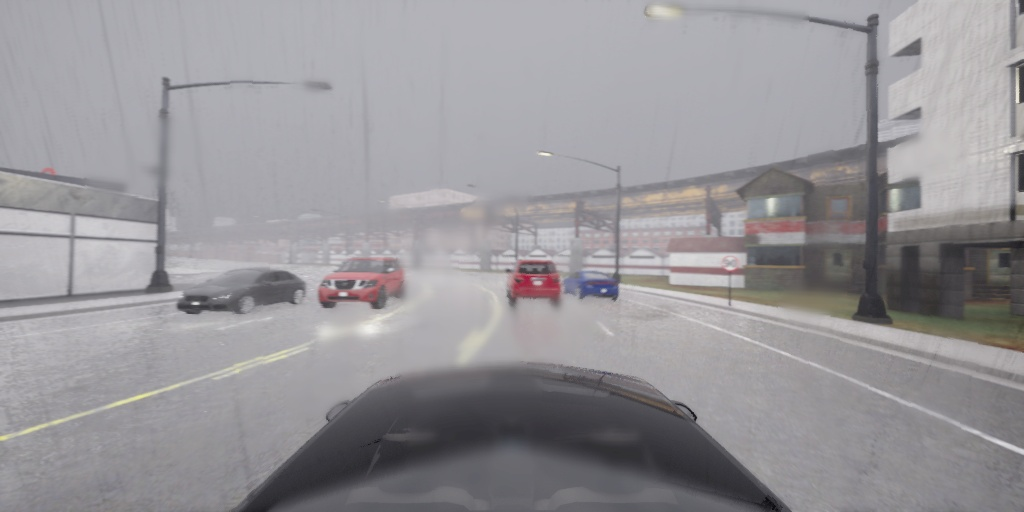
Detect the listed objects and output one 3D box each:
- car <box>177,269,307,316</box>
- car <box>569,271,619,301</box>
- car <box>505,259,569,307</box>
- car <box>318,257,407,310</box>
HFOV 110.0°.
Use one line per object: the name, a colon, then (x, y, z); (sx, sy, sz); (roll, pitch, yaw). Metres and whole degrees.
car: (-9.622, 1.238, 13.330); (1.837, 1.490, 4.892); (2, -1, 0)
car: (4.124, 1.533, 19.529); (1.882, 1.535, 5.008); (1, -1, -6)
car: (0.911, 1.189, 16.974); (2.150, 2.045, 5.566); (1, 0, -3)
car: (-6.125, 1.045, 15.487); (2.150, 2.045, 5.566); (1, -1, -3)
